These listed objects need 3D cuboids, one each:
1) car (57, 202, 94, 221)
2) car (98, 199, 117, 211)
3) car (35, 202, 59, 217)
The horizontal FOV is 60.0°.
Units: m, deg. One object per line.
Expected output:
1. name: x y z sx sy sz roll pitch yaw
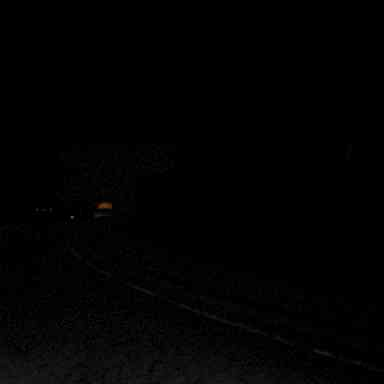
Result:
1. car: -9.744 1.714 28.674 1.895 1.301 4.718 0 0 -6
2. car: -11.062 1.653 43.849 1.882 1.535 5.008 0 0 -5
3. car: -13.656 1.675 32.724 2.033 1.411 5.357 0 0 -5
